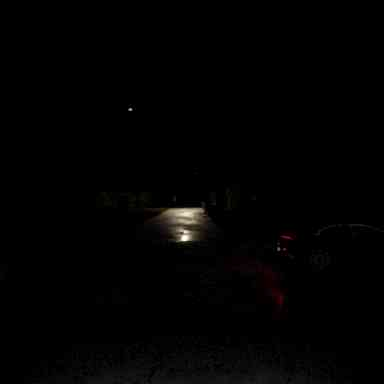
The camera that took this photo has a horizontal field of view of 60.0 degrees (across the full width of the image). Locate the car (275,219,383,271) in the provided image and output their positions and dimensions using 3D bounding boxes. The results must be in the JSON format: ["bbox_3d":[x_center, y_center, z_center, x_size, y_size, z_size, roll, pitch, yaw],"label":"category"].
[{"bbox_3d":[5.318,1.680,11.140,4.902,1.511,2.128,0,1,0],"label":"car"}]
